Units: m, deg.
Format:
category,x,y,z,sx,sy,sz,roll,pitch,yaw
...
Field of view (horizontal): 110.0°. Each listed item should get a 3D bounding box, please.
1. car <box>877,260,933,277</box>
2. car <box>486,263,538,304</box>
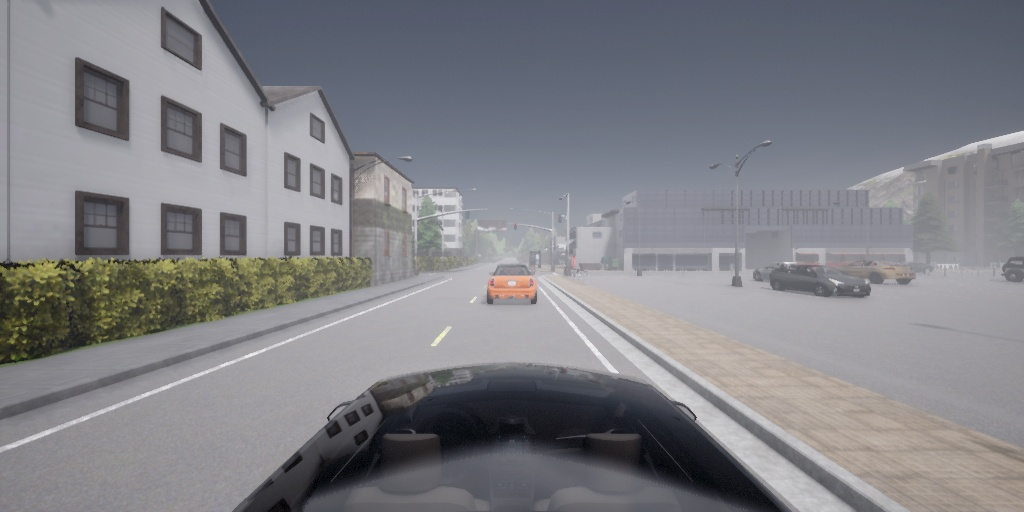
category,x,y,z,sx,sy,sz,roll,pitch,yaw
car,47.894,1.486,43.424,4.892,1.490,1.837,0,0,0
car,0.000,1.115,16.470,2.097,1.767,4.553,0,0,0
